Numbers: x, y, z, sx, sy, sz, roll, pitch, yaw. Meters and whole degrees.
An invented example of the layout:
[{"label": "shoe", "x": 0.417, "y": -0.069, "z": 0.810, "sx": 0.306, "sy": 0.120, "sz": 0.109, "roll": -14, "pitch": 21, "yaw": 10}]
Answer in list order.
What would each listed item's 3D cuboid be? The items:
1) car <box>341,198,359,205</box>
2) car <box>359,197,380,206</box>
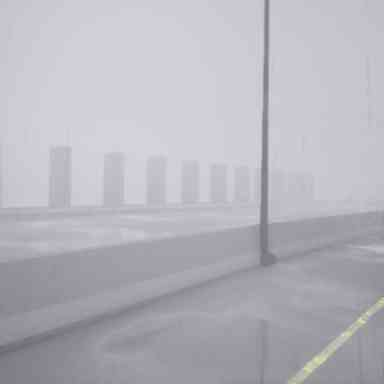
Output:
[{"label": "car", "x": 28.695, "y": 1.717, "z": 60.222, "sx": 1.895, "sy": 1.301, "sz": 4.718, "roll": 1, "pitch": 0, "yaw": 43}, {"label": "car", "x": 31.277, "y": 1.664, "z": 57.862, "sx": 1.837, "sy": 1.490, "sz": 4.892, "roll": 1, "pitch": 1, "yaw": 43}]
